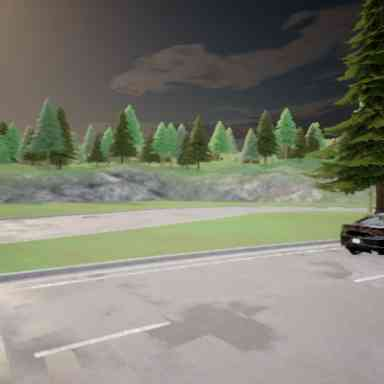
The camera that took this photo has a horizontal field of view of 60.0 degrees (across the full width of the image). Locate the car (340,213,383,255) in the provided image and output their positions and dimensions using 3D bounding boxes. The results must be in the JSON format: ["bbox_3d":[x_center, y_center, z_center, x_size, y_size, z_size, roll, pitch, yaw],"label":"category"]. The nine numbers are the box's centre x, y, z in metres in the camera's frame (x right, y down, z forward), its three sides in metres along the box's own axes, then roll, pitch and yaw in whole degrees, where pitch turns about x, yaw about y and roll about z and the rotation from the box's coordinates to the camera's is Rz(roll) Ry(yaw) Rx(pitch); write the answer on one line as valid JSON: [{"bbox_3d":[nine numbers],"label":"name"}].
[{"bbox_3d":[7.561,1.473,11.790,5.008,1.535,1.882,1,0,-25],"label":"car"}]
